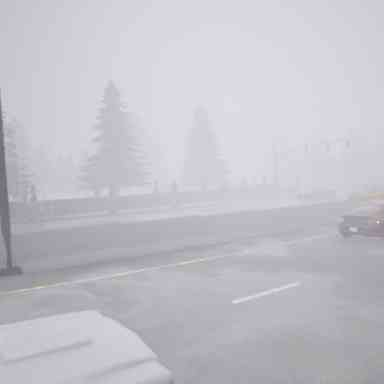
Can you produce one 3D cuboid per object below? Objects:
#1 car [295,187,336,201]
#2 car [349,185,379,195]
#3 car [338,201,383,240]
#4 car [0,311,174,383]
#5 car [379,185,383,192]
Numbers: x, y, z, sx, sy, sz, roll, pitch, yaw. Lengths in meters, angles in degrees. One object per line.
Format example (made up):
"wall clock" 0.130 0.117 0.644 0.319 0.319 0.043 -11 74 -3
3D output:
"car" 12.797 0.211 34.438 4.718 1.301 1.895 -4 2 -35
"car" 18.087 -0.023 33.838 5.357 1.411 2.033 -4 2 -35
"car" 7.838 1.083 13.624 4.674 1.442 1.812 -4 2 -35
"car" -2.393 1.601 2.038 4.718 1.301 1.895 0 0 -35
"car" 19.947 -0.116 30.870 4.902 1.511 2.128 -4 2 -35
